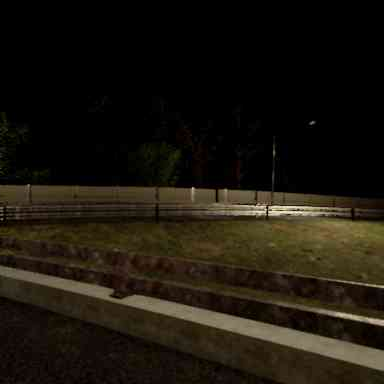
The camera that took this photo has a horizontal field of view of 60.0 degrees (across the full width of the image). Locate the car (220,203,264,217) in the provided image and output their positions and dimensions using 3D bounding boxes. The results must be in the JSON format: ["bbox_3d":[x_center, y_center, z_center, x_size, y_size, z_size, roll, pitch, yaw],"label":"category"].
[{"bbox_3d":[5.315,1.882,35.489,5.008,1.535,1.882,2,-1,-22],"label":"car"}]
